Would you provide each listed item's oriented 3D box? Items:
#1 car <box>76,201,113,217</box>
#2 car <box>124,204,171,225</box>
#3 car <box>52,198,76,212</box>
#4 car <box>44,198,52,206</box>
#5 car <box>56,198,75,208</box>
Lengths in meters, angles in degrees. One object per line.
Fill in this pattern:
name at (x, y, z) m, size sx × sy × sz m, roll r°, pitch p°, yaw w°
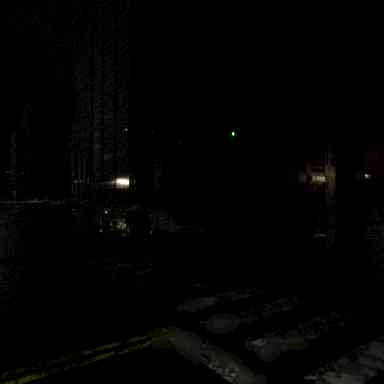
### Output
car at (-9.327, 1.620, 32.701) m, size 2.128 × 1.511 × 4.902 m, roll 1°, pitch -1°, yaw -35°
car at (-3.386, 1.608, 24.331) m, size 1.812 × 1.442 × 4.674 m, roll 1°, pitch -1°, yaw -37°
car at (-15.470, 1.725, 41.395) m, size 2.033 × 1.411 × 5.357 m, roll 1°, pitch -1°, yaw -34°
car at (-26.468, 1.803, 62.431) m, size 2.128 × 1.511 × 4.902 m, roll 1°, pitch -1°, yaw -36°
car at (-20.676, 1.791, 54.255) m, size 1.812 × 1.442 × 4.674 m, roll 1°, pitch -1°, yaw -35°
